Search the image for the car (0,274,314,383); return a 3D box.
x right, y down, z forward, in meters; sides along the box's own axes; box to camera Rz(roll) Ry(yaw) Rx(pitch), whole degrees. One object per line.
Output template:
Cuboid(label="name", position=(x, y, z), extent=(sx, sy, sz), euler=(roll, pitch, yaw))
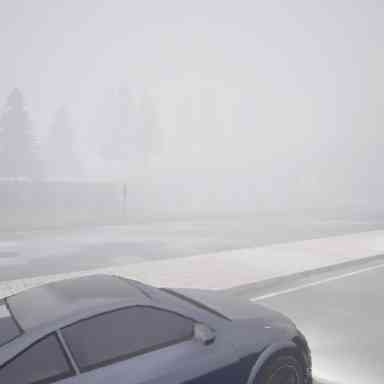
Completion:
Cuboid(label="car", position=(-0.735, 1.563, 3.221), extent=(4.181, 1.385, 1.994), euler=(0, 0, -36))
